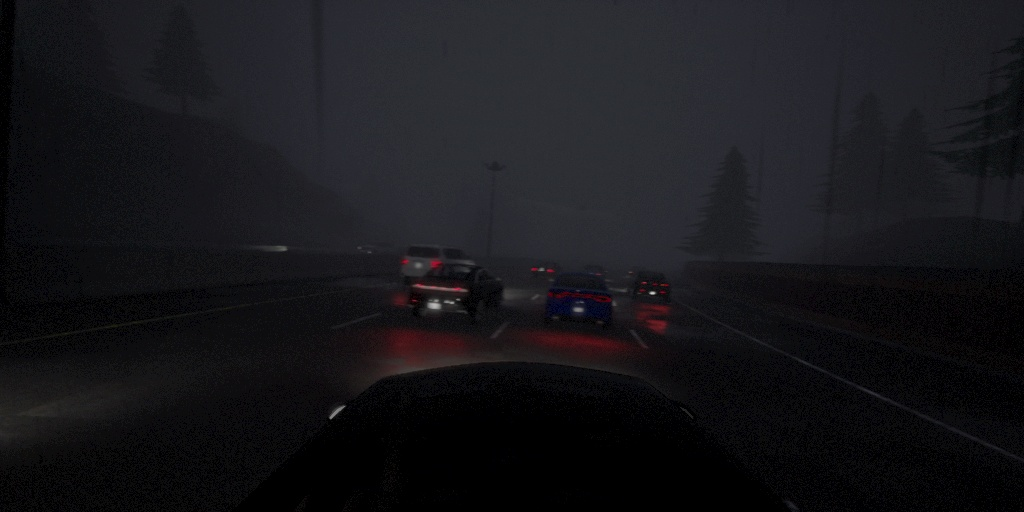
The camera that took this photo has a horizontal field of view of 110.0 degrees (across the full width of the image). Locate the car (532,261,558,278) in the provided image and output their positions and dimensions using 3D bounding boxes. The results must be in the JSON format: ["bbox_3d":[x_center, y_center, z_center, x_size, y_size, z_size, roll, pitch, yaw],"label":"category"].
[{"bbox_3d":[3.073,1.150,29.837,2.033,1.411,5.357,5,1,18],"label":"car"}]

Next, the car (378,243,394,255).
[{"bbox_3d":[-13.848,-0.413,45.204,2.033,1.411,5.357,5,1,21],"label":"car"}]

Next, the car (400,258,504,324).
[{"bbox_3d":[-1.481,1.003,11.127,2.128,1.511,4.902,4,1,10],"label":"car"}]

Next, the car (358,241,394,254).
[{"bbox_3d":[-17.174,-0.926,46.223,2.150,2.045,5.566,5,1,21],"label":"car"}]

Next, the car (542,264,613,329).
[{"bbox_3d":[2.175,1.253,11.816,1.882,1.535,5.008,4,1,10],"label":"car"}]

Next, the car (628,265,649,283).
[{"bbox_3d":[13.025,1.781,36.731,1.812,1.442,4.674,5,1,22],"label":"car"}]

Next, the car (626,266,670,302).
[{"bbox_3d":[7.545,1.573,20.025,1.837,1.490,4.892,4,1,14],"label":"car"}]

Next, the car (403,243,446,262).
[{"bbox_3d":[-10.588,-0.393,43.908,2.150,2.045,5.566,5,1,21],"label":"car"}]

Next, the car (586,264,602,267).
[{"bbox_3d":[6.778,1.426,29.960,2.033,1.411,5.357,5,1,18],"label":"car"}]

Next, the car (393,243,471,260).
[{"bbox_3d":[-3.576,0.477,18.486,2.150,2.045,5.566,4,1,12],"label":"car"}]
